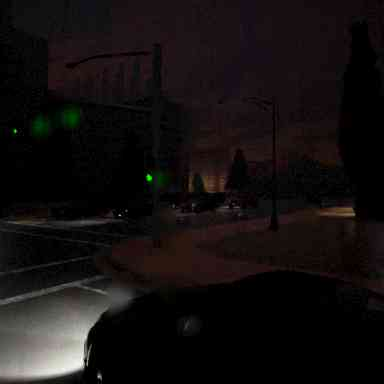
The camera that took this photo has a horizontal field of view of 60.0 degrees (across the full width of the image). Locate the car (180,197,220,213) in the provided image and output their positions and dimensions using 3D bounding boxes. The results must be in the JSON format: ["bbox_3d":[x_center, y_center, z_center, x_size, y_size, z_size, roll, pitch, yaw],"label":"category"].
[{"bbox_3d":[0.679,1.352,36.447,2.097,1.767,4.553,0,0,36],"label":"car"}]

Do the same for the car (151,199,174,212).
[{"bbox_3d":[-3.923,1.505,36.063,1.837,1.490,4.892,0,0,36],"label":"car"}]

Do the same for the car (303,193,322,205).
[{"bbox_3d":[21.496,1.491,58.807,2.128,1.511,4.902,0,0,36],"label":"car"}]

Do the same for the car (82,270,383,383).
[{"bbox_3d":[0.785,1.564,3.441,4.181,1.385,1.994,0,0,35],"label":"car"}]

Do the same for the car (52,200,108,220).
[{"bbox_3d":[-9.444,1.478,28.478,1.882,1.535,5.008,0,0,36],"label":"car"}]

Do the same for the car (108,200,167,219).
[{"bbox_3d":[-4.641,1.601,29.119,1.895,1.301,4.718,0,0,36],"label":"car"}]

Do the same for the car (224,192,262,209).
[{"bbox_3d":[6.981,1.221,45.105,2.150,2.045,5.566,0,0,36],"label":"car"}]
